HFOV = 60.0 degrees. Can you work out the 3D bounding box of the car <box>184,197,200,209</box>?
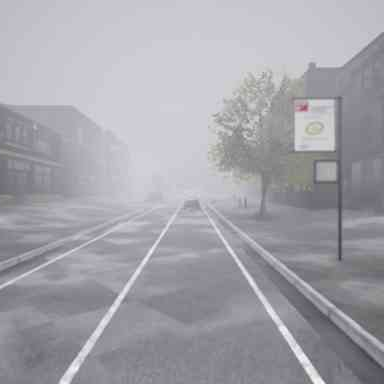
[{"bbox_3d":[-0.014,1.293,40.415,1.812,1.442,4.674,0,1,0],"label":"car"}]
